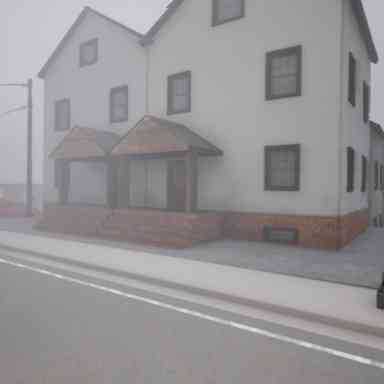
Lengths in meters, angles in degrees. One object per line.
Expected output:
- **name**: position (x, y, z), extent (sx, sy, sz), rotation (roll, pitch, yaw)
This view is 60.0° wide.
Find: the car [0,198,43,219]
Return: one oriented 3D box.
- **car**: position (-15.998, 1.817, 30.518), extent (2.150, 2.045, 5.566), rotation (1, -8, 36)
